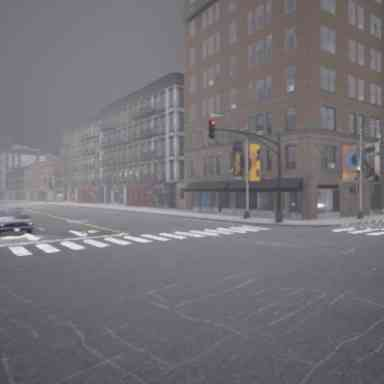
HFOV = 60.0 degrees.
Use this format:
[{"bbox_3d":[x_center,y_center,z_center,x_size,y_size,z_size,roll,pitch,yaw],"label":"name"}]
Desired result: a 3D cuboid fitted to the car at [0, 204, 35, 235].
[{"bbox_3d":[-10.908,1.655,20.042,2.033,1.411,5.357,-1,0,-35],"label":"car"}]
